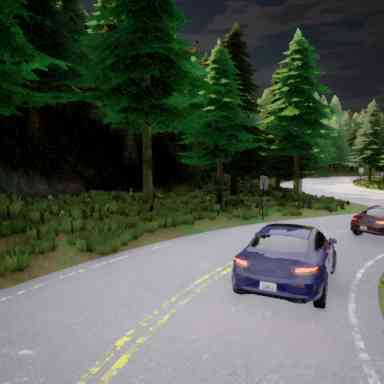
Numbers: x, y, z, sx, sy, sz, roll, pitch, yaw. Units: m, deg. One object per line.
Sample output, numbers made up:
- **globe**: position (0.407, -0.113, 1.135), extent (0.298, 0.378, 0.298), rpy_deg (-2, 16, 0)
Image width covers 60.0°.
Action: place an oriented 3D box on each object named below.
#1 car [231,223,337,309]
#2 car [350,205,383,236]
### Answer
- **car**: position (2.357, 1.486, 7.971), extent (1.812, 1.442, 4.674), rpy_deg (2, 2, 26)
- **car**: position (9.263, 1.336, 15.518), extent (4.674, 1.442, 1.812), rpy_deg (-1, 5, -34)
